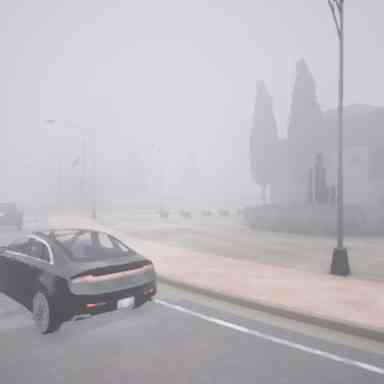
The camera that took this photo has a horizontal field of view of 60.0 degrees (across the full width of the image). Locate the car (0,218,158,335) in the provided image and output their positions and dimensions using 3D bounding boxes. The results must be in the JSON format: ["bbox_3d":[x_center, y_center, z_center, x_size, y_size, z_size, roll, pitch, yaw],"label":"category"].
[{"bbox_3d":[-2.735,1.506,6.880,2.128,1.511,4.902,1,0,-45],"label":"car"}]

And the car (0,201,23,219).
[{"bbox_3d":[-11.983,1.370,21.216,2.097,1.767,4.553,1,0,-26],"label":"car"}]
